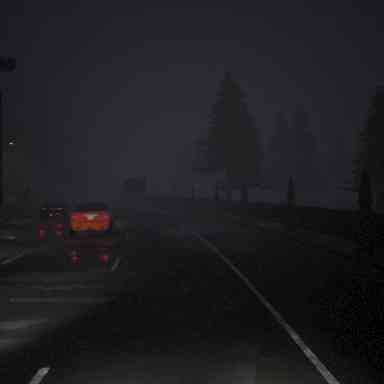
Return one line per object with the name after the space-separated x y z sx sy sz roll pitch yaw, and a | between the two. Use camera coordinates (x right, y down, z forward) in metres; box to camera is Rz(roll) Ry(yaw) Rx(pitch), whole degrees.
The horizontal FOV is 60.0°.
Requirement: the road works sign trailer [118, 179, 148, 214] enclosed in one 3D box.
-6.062 0.397 35.057 2.380 3.560 2.880 0 0 -22 | road works sign trailer

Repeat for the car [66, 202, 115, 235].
-5.525 1.322 18.968 2.097 1.767 4.553 0 0 -10 | car

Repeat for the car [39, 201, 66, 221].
-10.928 1.457 26.645 2.128 1.511 4.902 0 0 -15 | car
